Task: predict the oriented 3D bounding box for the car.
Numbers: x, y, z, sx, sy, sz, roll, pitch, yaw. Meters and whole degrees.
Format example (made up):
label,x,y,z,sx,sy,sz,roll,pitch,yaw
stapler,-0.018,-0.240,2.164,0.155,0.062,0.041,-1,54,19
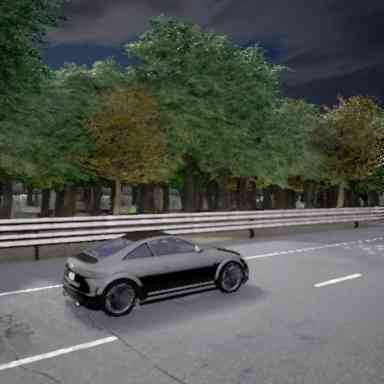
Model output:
label,x,y,z,sx,sy,sz,roll,pitch,yaw
car,-0.684,1.598,7.558,4.181,1.385,1.994,1,0,-35
